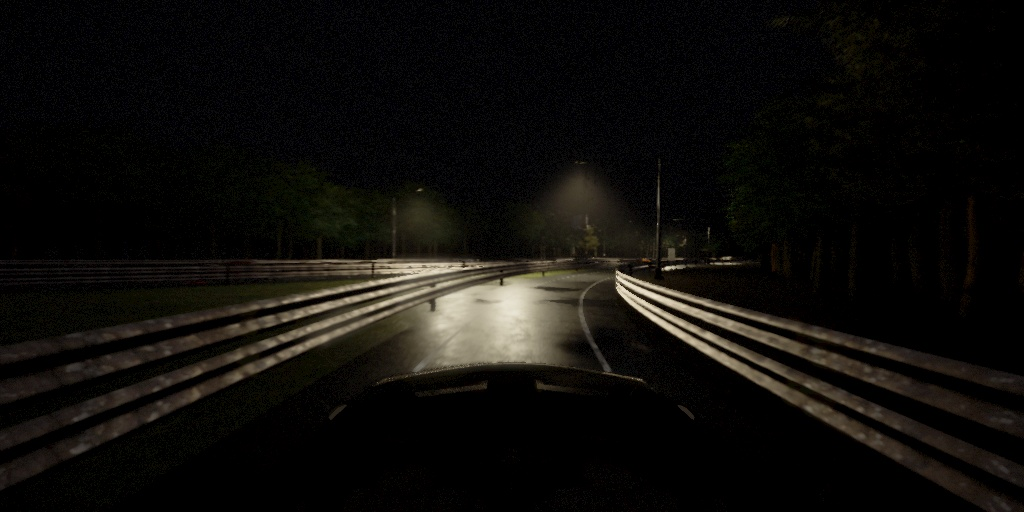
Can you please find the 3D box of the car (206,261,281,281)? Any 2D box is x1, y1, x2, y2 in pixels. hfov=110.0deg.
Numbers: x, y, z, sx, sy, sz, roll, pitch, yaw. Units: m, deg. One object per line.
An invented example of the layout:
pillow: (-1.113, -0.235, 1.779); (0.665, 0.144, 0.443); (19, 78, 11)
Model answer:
car: (-22.220, 1.204, 29.934); (1.882, 1.535, 5.008); (1, 0, 45)

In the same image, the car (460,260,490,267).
car: (-4.601, 1.220, 47.802); (2.128, 1.511, 4.902); (1, 1, 45)
